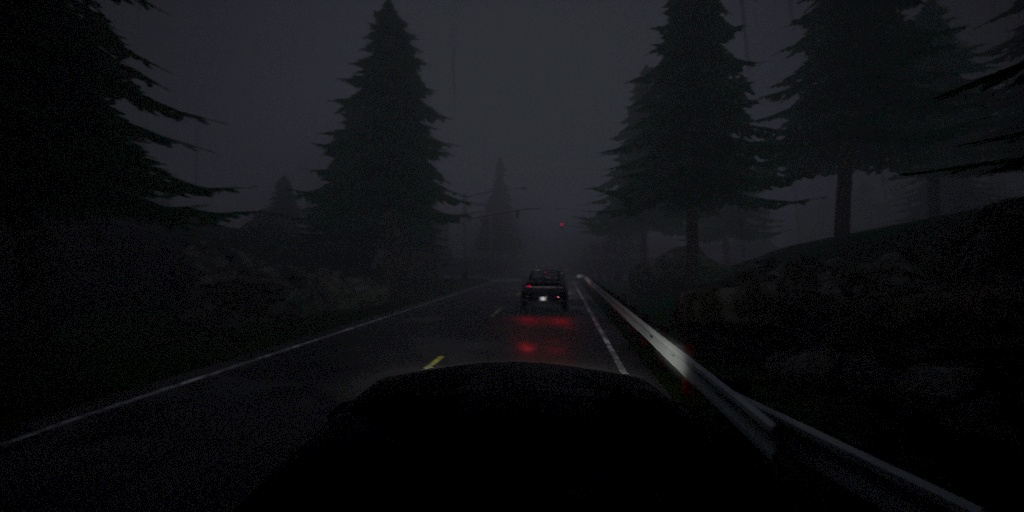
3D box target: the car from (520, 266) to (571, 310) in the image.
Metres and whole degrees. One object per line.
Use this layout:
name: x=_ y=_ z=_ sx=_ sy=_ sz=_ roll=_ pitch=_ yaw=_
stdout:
car: x=1.477 y=1.382 z=15.557 sx=2.128 sy=1.511 sz=4.902 roll=0 pitch=0 yaw=8

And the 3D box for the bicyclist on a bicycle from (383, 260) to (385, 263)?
bicyclist on a bicycle: x=-17.195 y=1.388 z=48.319 sx=0.582 sy=1.620 sz=1.656 roll=0 pitch=0 yaw=8

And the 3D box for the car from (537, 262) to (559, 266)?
car: x=3.513 y=1.534 z=30.423 sx=2.128 sy=1.511 sz=4.902 roll=0 pitch=0 yaw=8
